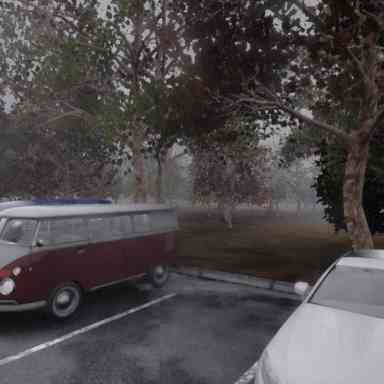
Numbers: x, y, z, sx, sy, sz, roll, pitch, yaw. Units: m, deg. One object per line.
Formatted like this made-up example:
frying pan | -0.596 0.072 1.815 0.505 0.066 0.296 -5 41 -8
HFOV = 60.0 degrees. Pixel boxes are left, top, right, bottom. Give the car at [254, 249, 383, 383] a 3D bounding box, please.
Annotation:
car | 2.402 1.520 4.050 2.002 1.452 4.674 0 0 36

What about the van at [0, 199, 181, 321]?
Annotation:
van | -2.194 1.255 7.197 1.878 1.987 4.442 0 0 36
